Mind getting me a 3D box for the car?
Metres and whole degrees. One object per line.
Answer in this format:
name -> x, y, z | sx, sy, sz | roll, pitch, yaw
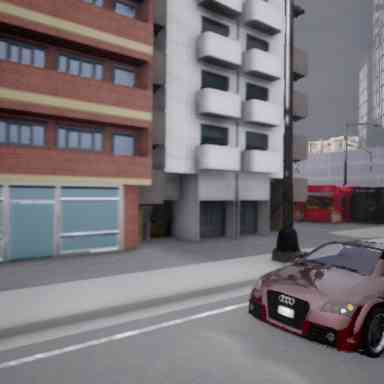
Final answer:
car -> 3.036, 1.627, 6.130 | 4.181, 1.385, 1.994 | 1, 0, -35
